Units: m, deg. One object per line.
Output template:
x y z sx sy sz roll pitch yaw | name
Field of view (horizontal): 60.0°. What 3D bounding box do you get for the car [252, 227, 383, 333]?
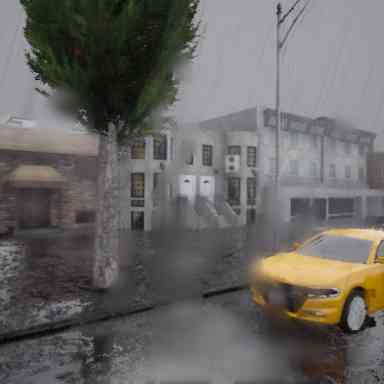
3.459 1.558 7.111 5.008 1.535 1.882 1 -1 -36 | car
